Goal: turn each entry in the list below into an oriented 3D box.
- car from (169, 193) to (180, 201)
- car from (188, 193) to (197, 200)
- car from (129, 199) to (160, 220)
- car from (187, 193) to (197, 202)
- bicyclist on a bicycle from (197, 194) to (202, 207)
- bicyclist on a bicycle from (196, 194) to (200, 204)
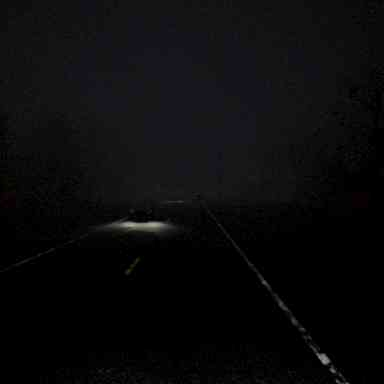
[{"bbox_3d":[-3.478,0.983,67.367,1.882,1.535,5.008,0,1,0],"label":"car"},{"bbox_3d":[0.029,0.990,76.891,1.994,1.385,4.181,0,0,0],"label":"car"},{"bbox_3d":[-3.588,1.294,25.907,1.882,1.535,5.008,0,0,0],"label":"car"},{"bbox_3d":[0.024,1.090,63.086,2.033,1.411,5.357,0,0,0],"label":"car"},{"bbox_3d":[0.979,1.149,42.476,0.582,1.620,1.656,0,0,0],"label":"bicyclist on a bicycle"},{"bbox_3d":[0.983,1.082,51.629,0.582,1.620,1.656,0,0,0],"label":"bicyclist on a bicycle"}]
